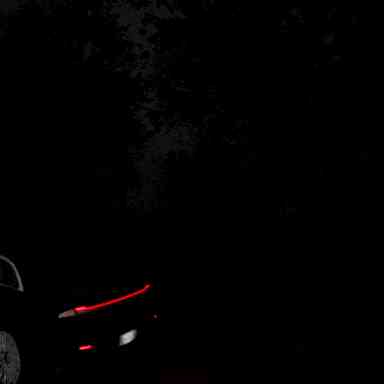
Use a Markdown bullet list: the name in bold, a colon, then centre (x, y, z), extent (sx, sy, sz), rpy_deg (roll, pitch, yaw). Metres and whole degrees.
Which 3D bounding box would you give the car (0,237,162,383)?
- **car**: centre (-2.723, 1.495, 5.320), extent (4.902, 1.511, 2.128), rpy_deg (0, 0, 36)
